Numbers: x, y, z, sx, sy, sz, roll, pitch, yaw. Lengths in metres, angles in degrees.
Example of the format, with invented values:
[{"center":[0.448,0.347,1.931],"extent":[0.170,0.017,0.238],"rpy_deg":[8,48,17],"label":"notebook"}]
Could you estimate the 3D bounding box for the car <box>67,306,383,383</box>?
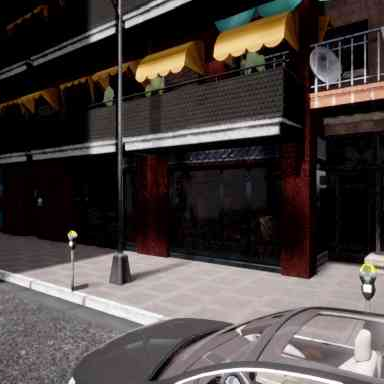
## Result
[{"center":[0.894,1.551,2.234],"extent":[4.403,1.369,2.008],"rpy_deg":[0,0,36],"label":"car"}]
